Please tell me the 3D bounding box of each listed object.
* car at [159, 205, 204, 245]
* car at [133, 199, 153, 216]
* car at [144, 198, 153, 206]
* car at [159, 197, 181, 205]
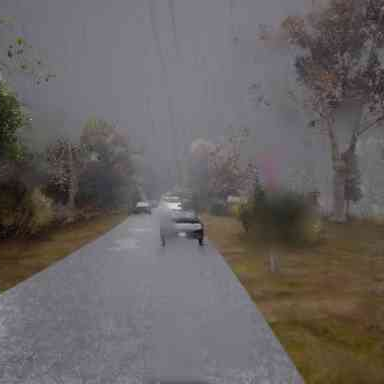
[{"bbox_3d":[-0.517,1.577,15.970,2.128,1.511,4.902,0,-1,-4],"label":"car"},{"bbox_3d":[-5.551,1.832,37.722,1.882,1.535,5.008,0,-1,-7],"label":"car"},{"bbox_3d":[-10.232,2.456,78.955,2.097,1.767,4.553,0,-2,-6],"label":"car"},{"bbox_3d":[-2.288,1.539,35.062,2.150,2.045,5.566,0,-1,-6],"label":"car"}]
